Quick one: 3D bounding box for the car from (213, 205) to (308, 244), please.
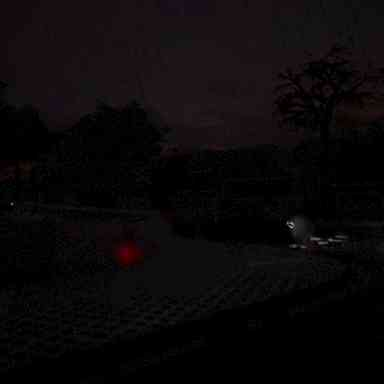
[{"bbox_3d":[3.356,1.445,16.666,4.553,1.767,2.097,0,3,34],"label":"car"}]

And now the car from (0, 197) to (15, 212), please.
[{"bbox_3d":[-22.221,1.399,38.463,2.097,1.767,4.553,-4,3,-43],"label":"car"}]
